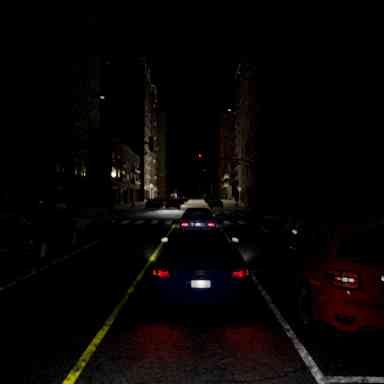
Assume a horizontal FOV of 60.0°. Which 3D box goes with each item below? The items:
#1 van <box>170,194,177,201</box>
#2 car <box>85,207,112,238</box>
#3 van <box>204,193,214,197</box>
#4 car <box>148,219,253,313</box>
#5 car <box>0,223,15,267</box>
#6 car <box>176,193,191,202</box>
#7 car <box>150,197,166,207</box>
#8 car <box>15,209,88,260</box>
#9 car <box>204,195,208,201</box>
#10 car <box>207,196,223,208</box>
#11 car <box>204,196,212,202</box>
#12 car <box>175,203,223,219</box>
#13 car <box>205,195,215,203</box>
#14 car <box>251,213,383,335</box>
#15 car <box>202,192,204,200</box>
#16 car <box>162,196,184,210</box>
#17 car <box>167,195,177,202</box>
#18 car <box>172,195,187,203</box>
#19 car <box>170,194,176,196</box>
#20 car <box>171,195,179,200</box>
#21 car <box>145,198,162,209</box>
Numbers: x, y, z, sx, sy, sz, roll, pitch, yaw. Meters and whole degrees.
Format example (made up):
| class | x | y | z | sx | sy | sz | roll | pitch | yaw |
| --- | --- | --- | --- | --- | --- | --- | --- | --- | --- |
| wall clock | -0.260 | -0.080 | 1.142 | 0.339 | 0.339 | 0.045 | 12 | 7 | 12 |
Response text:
| class | x | y | z | sx | sy | sz | roll | pitch | yaw |
| --- | --- | --- | --- | --- | --- | --- | --- | --- | --- |
| van | -4.677 | 1.342 | 84.743 | 1.690 | 1.788 | 3.998 | 1 | 0 | 1 |
| car | -5.611 | 1.523 | 17.849 | 1.752 | 1.417 | 4.829 | 1 | 0 | 1 |
| van | 3.532 | 1.337 | 61.927 | 1.690 | 1.788 | 3.998 | 1 | 0 | 1 |
| car | 0.185 | 1.563 | 7.772 | 1.994 | 1.385 | 4.181 | 0 | 0 | 1 |
| car | -5.767 | 1.524 | 6.601 | 1.752 | 1.417 | 4.829 | 1 | 0 | 1 |
| car | -1.978 | 1.352 | 73.957 | 2.097 | 1.767 | 4.553 | 0 | 0 | 1 |
| car | -5.153 | 1.540 | 50.709 | 1.887 | 1.381 | 4.507 | 1 | 0 | 1 |
| car | -5.687 | 1.543 | 12.395 | 1.887 | 1.381 | 4.507 | 1 | 0 | 1 |
| car | 3.450 | 1.577 | 56.254 | 1.802 | 1.307 | 4.206 | 1 | 0 | 1 |
| car | 3.293 | 1.577 | 44.908 | 1.802 | 1.307 | 4.206 | 1 | 0 | 1 |
| car | 3.766 | 1.581 | 78.945 | 1.802 | 1.307 | 4.206 | 1 | 0 | 1 |
| car | 0.292 | 1.545 | 17.835 | 2.033 | 1.411 | 5.357 | 0 | 0 | 0 |
| car | 3.371 | 1.577 | 50.581 | 1.802 | 1.307 | 4.206 | 1 | 0 | 1 |
| car | 2.762 | 1.314 | 6.644 | 2.192 | 1.841 | 5.009 | 1 | 0 | 1 |
| car | 3.611 | 1.311 | 67.600 | 2.192 | 1.841 | 5.009 | 1 | 0 | 1 |
| car | -2.496 | 1.596 | 43.780 | 1.895 | 1.301 | 4.718 | 0 | 0 | 1 |
| car | -4.757 | 1.439 | 79.070 | 1.967 | 1.590 | 4.097 | 1 | 0 | 1 |
| car | -2.274 | 1.596 | 58.453 | 1.895 | 1.301 | 4.718 | 0 | 0 | 1 |
| car | -4.916 | 1.578 | 67.726 | 1.802 | 1.307 | 4.206 | 1 | 0 | 1 |
| car | -4.600 | 1.584 | 90.415 | 1.802 | 1.307 | 4.206 | 1 | 0 | 1 |
| car | -5.232 | 1.540 | 45.036 | 1.887 | 1.381 | 4.507 | 1 | 0 | 1 |
